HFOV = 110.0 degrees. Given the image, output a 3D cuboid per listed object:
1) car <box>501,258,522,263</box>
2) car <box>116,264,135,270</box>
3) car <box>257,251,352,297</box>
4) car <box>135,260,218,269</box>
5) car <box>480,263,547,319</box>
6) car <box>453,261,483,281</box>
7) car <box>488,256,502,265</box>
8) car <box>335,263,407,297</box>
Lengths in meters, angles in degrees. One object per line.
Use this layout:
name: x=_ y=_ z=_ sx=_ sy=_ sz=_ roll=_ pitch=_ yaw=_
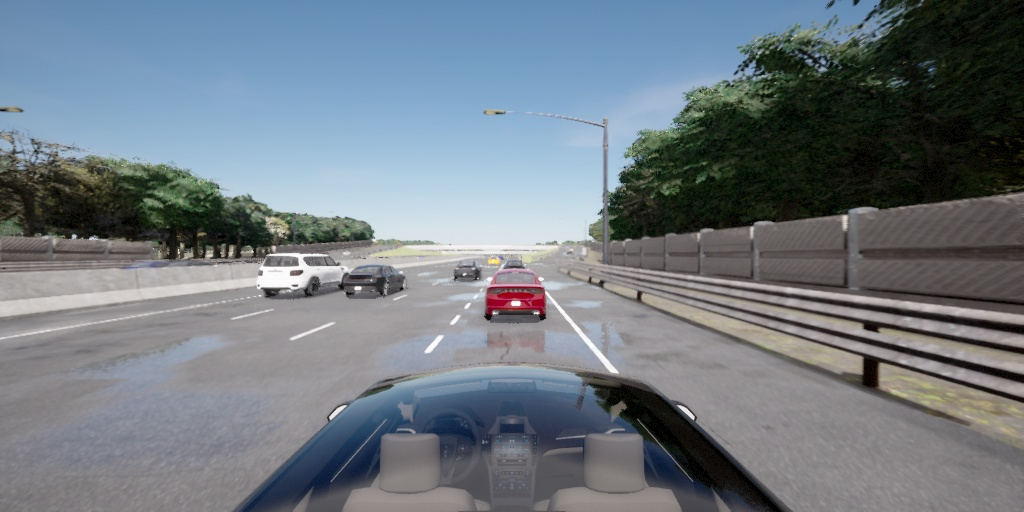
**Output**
car: x=0.198 y=1.109 z=30.931 sx=1.837 sy=1.490 sz=4.892 roll=0 pitch=0 yaw=0
car: x=-27.986 y=1.147 z=27.621 sx=1.812 sy=1.442 sz=4.674 roll=0 pitch=0 yaw=1
car: x=-10.366 y=0.897 z=18.404 sx=2.150 sy=2.045 sz=5.566 roll=0 pitch=0 yaw=0
car: x=-24.489 y=1.104 z=26.836 sx=1.882 sy=1.535 sz=5.008 roll=0 pitch=0 yaw=1
car: x=0.117 y=1.188 z=12.671 sx=1.882 sy=1.535 sz=5.008 roll=0 pitch=0 yaw=0
car: x=-3.420 y=1.110 z=28.446 sx=2.128 sy=1.511 sz=4.902 roll=0 pitch=0 yaw=0
car: x=-3.198 y=0.892 z=64.178 sx=1.882 sy=1.535 sz=5.008 roll=0 pitch=0 yaw=0
car: x=-6.865 y=1.181 z=18.428 sx=1.837 sy=1.490 sz=4.892 roll=0 pitch=0 yaw=0
